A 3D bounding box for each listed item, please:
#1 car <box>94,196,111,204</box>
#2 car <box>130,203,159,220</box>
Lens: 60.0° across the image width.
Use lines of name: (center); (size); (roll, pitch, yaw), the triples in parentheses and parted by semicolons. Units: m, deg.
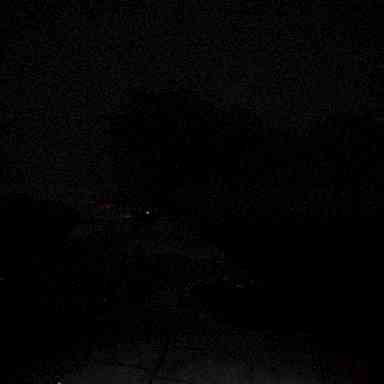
car: (-14.312, 1.309, 52.935); (1.895, 1.301, 4.718); (0, 1, -25)
car: (-4.017, 1.567, 27.780); (1.994, 1.385, 4.181); (0, 0, -16)
